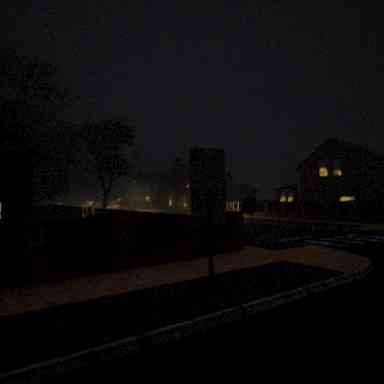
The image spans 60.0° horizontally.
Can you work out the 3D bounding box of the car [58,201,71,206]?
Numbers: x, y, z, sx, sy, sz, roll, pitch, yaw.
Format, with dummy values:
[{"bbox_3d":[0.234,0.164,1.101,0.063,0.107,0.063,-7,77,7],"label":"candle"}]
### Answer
[{"bbox_3d":[-33.240,3.201,87.669,1.895,1.301,4.718,-2,0,-31],"label":"car"}]
